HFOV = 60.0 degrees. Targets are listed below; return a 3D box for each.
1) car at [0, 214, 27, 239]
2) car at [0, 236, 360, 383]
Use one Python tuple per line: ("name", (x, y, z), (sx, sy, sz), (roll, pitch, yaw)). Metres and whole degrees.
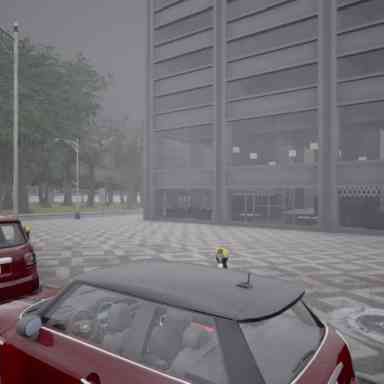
("car", (-5.043, 1.315, 6.552), (5.009, 1.841, 2.192), (0, 0, 35))
("car", (-0.614, 1.440, 3.398), (4.097, 1.590, 1.967), (0, 0, 35))
